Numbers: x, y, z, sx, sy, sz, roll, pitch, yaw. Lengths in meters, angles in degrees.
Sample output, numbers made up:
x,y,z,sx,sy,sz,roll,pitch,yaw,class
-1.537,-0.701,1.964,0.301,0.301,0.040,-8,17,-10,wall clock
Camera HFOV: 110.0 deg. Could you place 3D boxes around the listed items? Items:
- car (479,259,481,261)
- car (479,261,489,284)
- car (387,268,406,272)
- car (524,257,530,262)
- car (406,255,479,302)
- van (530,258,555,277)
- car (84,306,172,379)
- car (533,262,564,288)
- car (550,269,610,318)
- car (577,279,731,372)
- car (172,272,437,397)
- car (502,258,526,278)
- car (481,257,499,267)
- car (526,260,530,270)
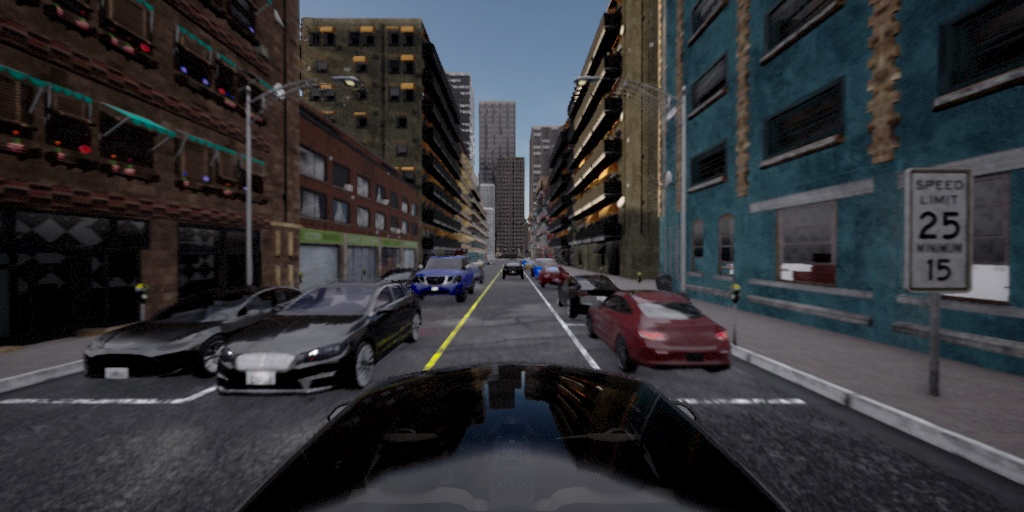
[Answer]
x,y,z,sx,sy,sz,roll,pitch,yaw,class
-5.701,1.291,62.413,1.751,1.417,4.829,0,0,0,car
-3.086,1.315,27.026,1.994,1.385,4.181,0,0,0,car
-5.695,1.316,18.395,1.948,1.339,4.313,0,0,0,car
2.681,1.285,51.694,1.751,1.417,4.829,0,0,0,car
-3.087,0.973,17.221,2.150,2.045,5.566,0,0,0,car
2.685,1.093,29.431,1.690,1.789,3.998,0,0,0,van
-5.693,1.315,7.348,1.948,1.339,4.313,0,0,0,car
2.686,1.296,23.907,1.888,1.381,4.507,0,0,0,car
2.687,1.316,12.861,1.948,1.339,4.313,0,0,0,car
2.688,1.332,7.337,1.802,1.307,4.207,0,0,0,car
-3.092,1.241,6.873,2.128,1.511,4.902,0,0,0,car
0.096,1.231,33.512,1.882,1.535,5.008,0,0,0,car
-3.007,0.900,53.764,2.128,1.511,4.902,0,0,0,car
2.684,1.320,34.955,1.948,1.339,4.313,0,0,0,car
